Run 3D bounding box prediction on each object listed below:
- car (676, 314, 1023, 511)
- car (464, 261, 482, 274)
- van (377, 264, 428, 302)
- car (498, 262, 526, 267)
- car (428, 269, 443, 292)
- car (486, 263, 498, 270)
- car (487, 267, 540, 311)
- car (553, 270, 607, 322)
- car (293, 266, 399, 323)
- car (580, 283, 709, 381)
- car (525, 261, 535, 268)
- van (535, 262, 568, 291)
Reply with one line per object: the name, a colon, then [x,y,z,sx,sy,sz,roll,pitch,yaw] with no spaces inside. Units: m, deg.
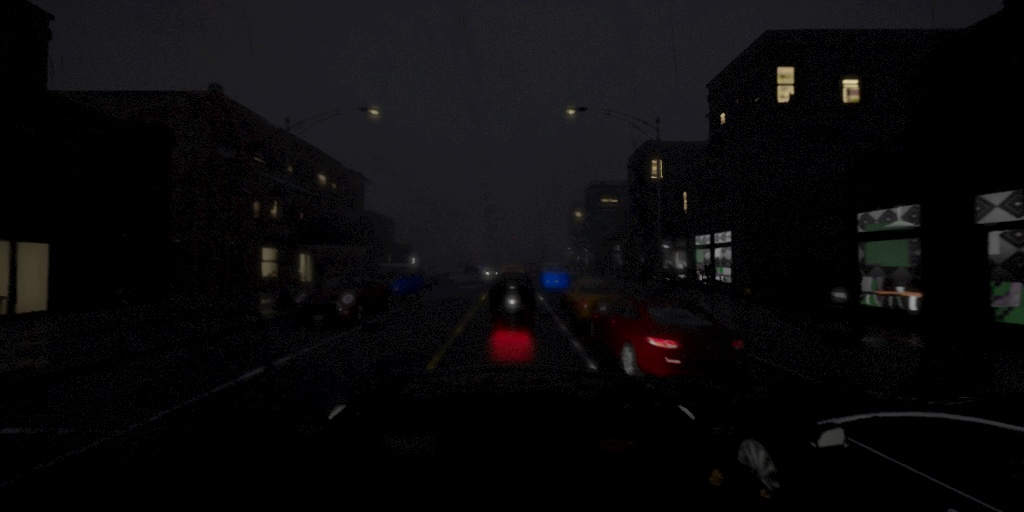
car: [2.691,1.298,1.427,2.007,1.370,4.403,0,0,0]
car: [-5.672,1.582,51.304,2.192,1.841,5.009,0,0,0]
van: [-5.684,1.265,18.046,1.690,1.789,3.998,0,0,0]
car: [0.038,1.539,31.091,1.882,1.535,5.008,0,0,1]
car: [-5.682,1.534,23.589,2.007,1.370,4.403,0,0,0]
car: [-3.053,1.811,58.001,1.882,1.535,5.008,0,-1,0]
car: [0.025,1.403,15.342,1.837,1.490,4.892,0,0,0]
car: [2.695,1.391,12.683,1.751,1.417,4.829,0,0,0]
car: [-5.686,1.305,12.504,1.967,1.591,4.097,0,0,0]
car: [2.693,1.388,6.970,1.802,1.307,4.207,0,0,0]
car: [2.706,1.651,45.771,1.967,1.591,4.097,0,0,0]
van: [2.699,1.324,23.600,1.690,1.789,3.998,0,0,0]
